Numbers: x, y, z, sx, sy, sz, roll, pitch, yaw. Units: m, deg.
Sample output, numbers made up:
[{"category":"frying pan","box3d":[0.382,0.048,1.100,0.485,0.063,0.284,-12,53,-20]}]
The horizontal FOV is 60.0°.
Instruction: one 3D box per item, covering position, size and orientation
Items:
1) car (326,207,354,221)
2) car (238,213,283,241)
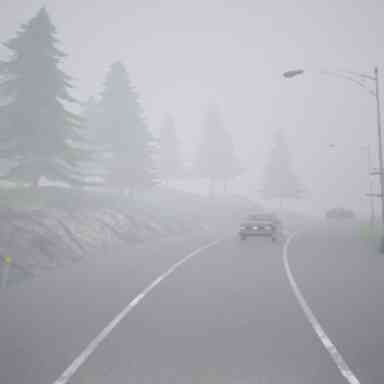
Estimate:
[{"category":"car","box3d":[17.236,2.537,38.608,4.902,1.511,2.128,3,-6,-45]},{"category":"car","box3d":[3.901,1.861,18.463,2.033,1.411,5.357,-2,-2,20]}]
